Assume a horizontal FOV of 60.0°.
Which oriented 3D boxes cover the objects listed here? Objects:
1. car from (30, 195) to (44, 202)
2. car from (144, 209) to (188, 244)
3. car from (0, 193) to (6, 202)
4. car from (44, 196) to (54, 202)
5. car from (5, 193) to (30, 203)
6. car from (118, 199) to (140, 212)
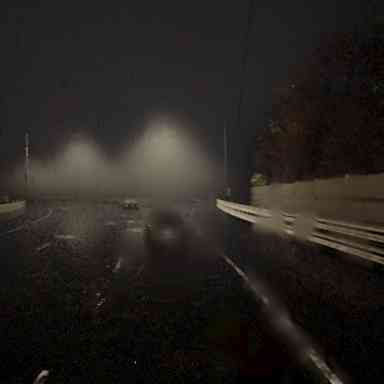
[{"bbox_3d":[-37.992,1.697,79.540,4.892,1.490,1.837,0,0,41],"label":"car"},{"bbox_3d":[-1.297,1.534,15.774,1.812,1.442,4.674,0,0,-8],"label":"car"},{"bbox_3d":[-46.246,1.724,82.145,5.008,1.535,1.882,0,0,39],"label":"car"},{"bbox_3d":[-36.058,1.708,82.509,4.674,1.442,1.812,0,0,41],"label":"car"},{"bbox_3d":[-40.345,1.430,76.941,5.566,2.045,2.150,0,0,41],"label":"car"},{"bbox_3d":[-7.726,1.587,40.406,2.033,1.411,5.357,0,0,-21],"label":"car"}]
